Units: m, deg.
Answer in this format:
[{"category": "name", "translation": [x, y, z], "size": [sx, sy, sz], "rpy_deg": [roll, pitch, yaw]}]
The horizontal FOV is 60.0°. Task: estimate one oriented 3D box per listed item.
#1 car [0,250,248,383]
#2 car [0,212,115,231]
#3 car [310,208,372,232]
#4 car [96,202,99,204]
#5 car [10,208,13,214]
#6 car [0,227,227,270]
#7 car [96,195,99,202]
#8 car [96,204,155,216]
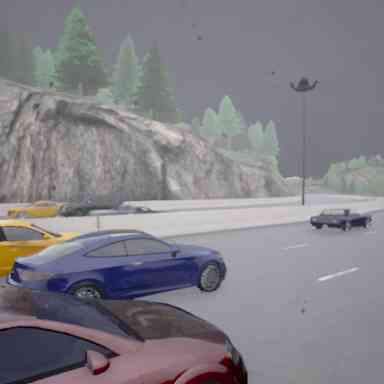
[{"category": "car", "translation": [-1.500, 1.571, 2.798], "size": [4.181, 1.385, 1.994], "rpy_deg": [0, 0, -36]}, {"category": "car", "translation": [-4.884, 1.500, 8.975], "size": [5.008, 1.535, 1.882], "rpy_deg": [0, 0, -36]}, {"category": "car", "translation": [9.238, 1.657, 20.395], "size": [4.718, 1.301, 1.895], "rpy_deg": [0, 0, -42]}, {"category": "car", "translation": [-5.645, 1.668, 26.307], "size": [4.718, 1.301, 1.895], "rpy_deg": [0, 0, -40]}, {"category": "car", "translation": [-13.290, 1.551, 29.160], "size": [5.008, 1.535, 1.882], "rpy_deg": [0, 0, -38]}, {"category": "car", "translation": [-1.348, 1.545, 7.240], "size": [4.674, 1.442, 1.812], "rpy_deg": [0, 0, -37]}, {"category": "car", "translation": [-8.449, 1.294, 28.516], "size": [5.566, 2.045, 2.150], "rpy_deg": [0, 0, -39]}, {"category": "car", "translation": [-4.172, 1.660, 22.992], "size": [4.718, 1.301, 1.895], "rpy_deg": [0, 0, -39]}]
